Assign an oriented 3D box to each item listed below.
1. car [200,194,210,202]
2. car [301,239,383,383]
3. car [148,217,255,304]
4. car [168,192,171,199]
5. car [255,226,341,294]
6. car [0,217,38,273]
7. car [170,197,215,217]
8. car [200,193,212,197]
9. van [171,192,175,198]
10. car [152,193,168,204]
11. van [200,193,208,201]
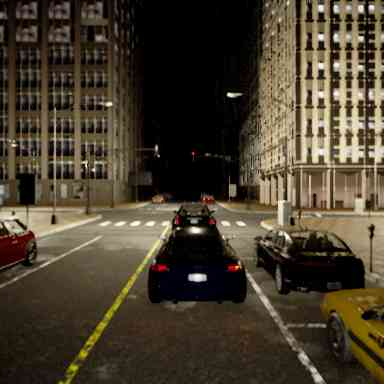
[{"bbox_3d":[2.687,1.192,69.105,1.967,1.590,4.097,0,0,0],"label":"car"},{"bbox_3d":[2.692,1.517,2.979,1.752,1.417,4.829,0,0,0],"label":"car"},{"bbox_3d":[0.102,1.542,8.133,1.994,1.385,4.181,0,0,0],"label":"car"},{"bbox_3d":[-5.721,1.094,63.422,2.192,1.841,5.009,0,0,0],"label":"car"},{"bbox_3d":[2.691,1.528,8.477,2.008,1.369,4.403,0,0,0],"label":"car"},{"bbox_3d":[-5.689,1.418,8.475,1.967,1.590,4.097,0,0,0],"label":"car"},{"bbox_3d":[0.098,1.305,16.767,2.097,1.767,4.553,0,0,0],"label":"car"},{"bbox_3d":[2.784,1.245,57.737,1.967,1.590,4.097,0,0,0],"label":"car"},{"bbox_3d":[-5.693,1.037,80.477,1.690,1.788,3.998,0,0,0],"label":"van"},{"bbox_3d":[-5.787,1.245,57.737,1.967,1.590,4.097,0,0,0],"label":"car"},{"bbox_3d":[2.687,1.065,74.789,1.690,1.788,3.998,0,0,0],"label":"van"}]
